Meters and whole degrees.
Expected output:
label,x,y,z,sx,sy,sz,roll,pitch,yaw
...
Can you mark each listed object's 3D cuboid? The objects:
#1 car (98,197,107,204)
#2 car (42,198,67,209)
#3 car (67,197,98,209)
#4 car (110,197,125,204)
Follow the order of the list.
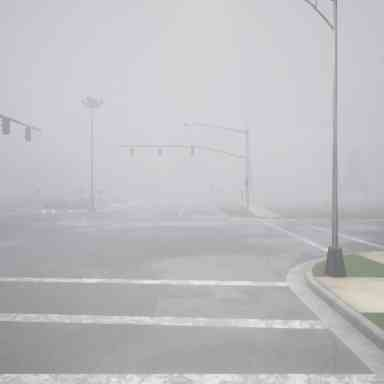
label,x,y,z,sx,sy,sz,roll,pitch,yaw
car,-17.650,1.601,63.280,1.895,1.301,4.718,0,0,1
car,-18.019,1.547,44.414,2.033,1.411,5.357,0,0,1
car,-14.518,1.502,44.338,1.837,1.490,4.892,0,1,1
car,-14.146,1.564,63.508,1.994,1.385,4.181,0,0,1
